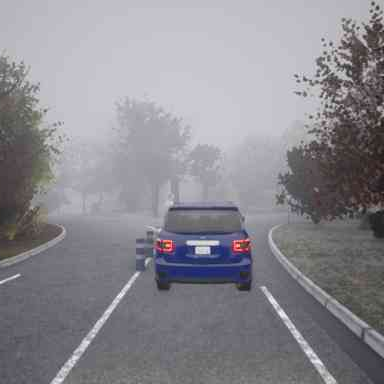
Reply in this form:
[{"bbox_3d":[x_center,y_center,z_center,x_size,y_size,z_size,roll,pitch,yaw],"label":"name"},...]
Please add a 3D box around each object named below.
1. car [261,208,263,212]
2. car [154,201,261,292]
[{"bbox_3d":[8.313,2.680,51.060,2.033,1.411,5.357,1,-2,-38],"label":"car"},{"bbox_3d":[0.336,1.269,9.235,2.150,2.045,5.566,0,-1,3],"label":"car"}]
